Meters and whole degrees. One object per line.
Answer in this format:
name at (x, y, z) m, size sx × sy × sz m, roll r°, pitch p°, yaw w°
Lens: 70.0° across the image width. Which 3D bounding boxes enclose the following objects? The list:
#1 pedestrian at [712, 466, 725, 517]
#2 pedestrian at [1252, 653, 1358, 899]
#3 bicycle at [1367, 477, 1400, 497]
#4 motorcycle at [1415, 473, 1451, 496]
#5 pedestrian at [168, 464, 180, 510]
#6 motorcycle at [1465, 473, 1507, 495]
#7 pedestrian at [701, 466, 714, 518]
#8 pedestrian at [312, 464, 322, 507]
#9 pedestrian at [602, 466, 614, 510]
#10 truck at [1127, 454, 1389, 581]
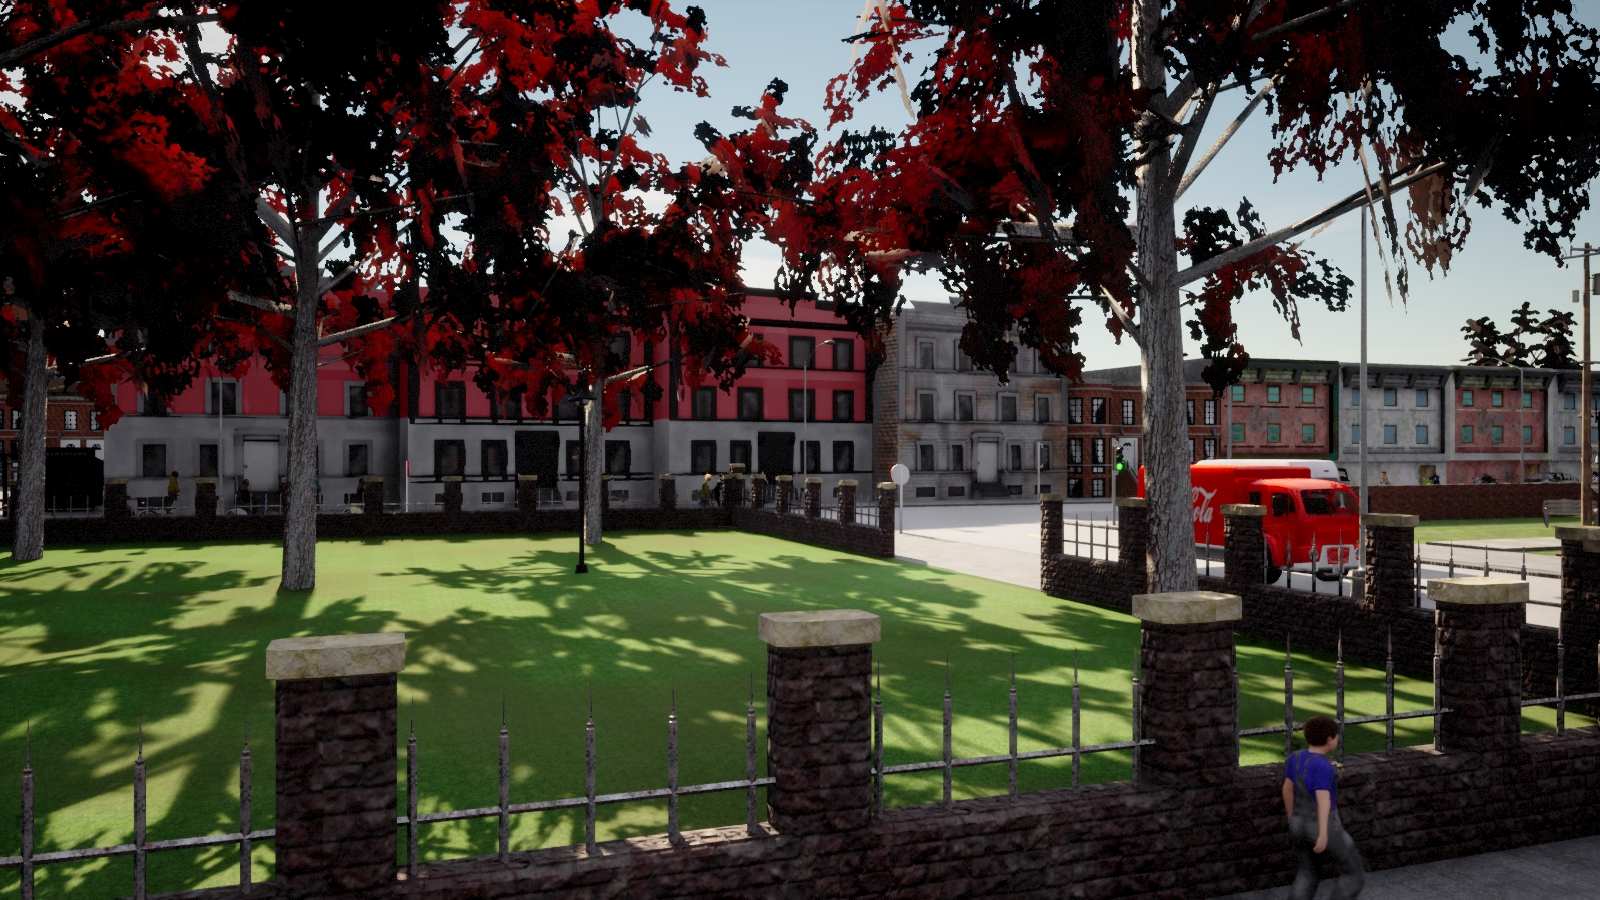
pedestrian at (-2.988, 1.526, 41.841) m, size 0.375 × 1.860 × 0.375 m, roll 0°, pitch 0°, yaw -31°
pedestrian at (2.764, 1.806, 6.265) m, size 0.375 × 1.300 × 0.375 m, roll 0°, pitch 0°, yaw -20°
bicycle at (32.543, 2.036, 63.766) m, size 1.487 × 1.080 × 0.859 m, roll 0°, pitch 0°, yaw -20°
motorcycle at (36.002, 1.962, 64.979) m, size 1.805 × 1.236 × 0.856 m, roll 0°, pitch 0°, yaw -20°
pedestrian at (-25.827, 1.524, 47.143) m, size 0.375 × 1.860 × 0.375 m, roll 0°, pitch 0°, yaw -22°
motorcycle at (39.853, 1.985, 66.375) m, size 2.209 × 1.251 × 0.867 m, roll 0°, pitch 0°, yaw -20°
pedestrian at (-3.335, 1.524, 41.201) m, size 0.375 × 1.860 × 0.375 m, roll 0°, pitch 0°, yaw -17°
pedestrian at (-20.913, 1.522, 49.478) m, size 0.375 × 1.860 × 0.375 m, roll 0°, pitch 0°, yaw -19°
pedestrian at (-8.180, 1.628, 48.629) m, size 0.375 × 1.860 × 0.375 m, roll 0°, pitch 0°, yaw -43°
truck at (9.964, 1.347, 25.442) m, size 2.627 × 2.467 × 5.204 m, roll 0°, pitch 0°, yaw -20°
